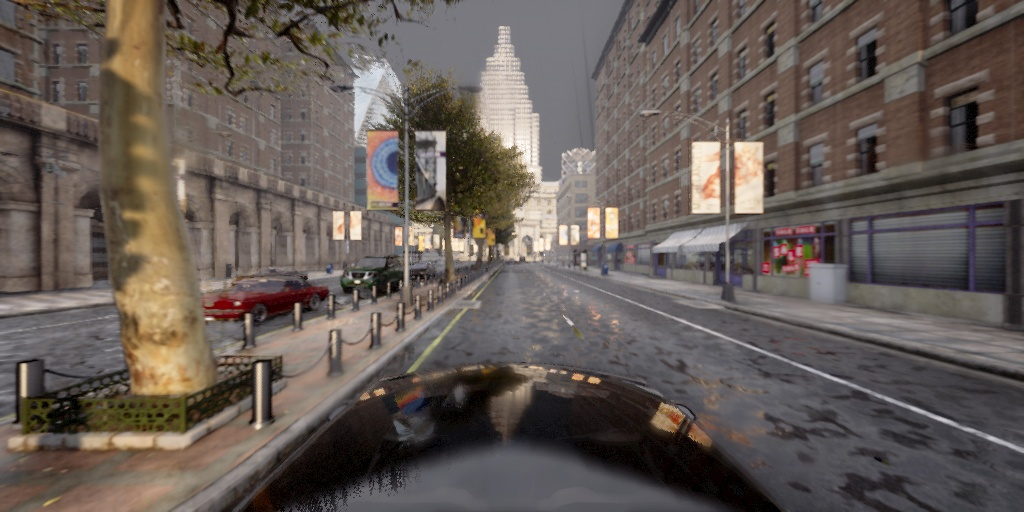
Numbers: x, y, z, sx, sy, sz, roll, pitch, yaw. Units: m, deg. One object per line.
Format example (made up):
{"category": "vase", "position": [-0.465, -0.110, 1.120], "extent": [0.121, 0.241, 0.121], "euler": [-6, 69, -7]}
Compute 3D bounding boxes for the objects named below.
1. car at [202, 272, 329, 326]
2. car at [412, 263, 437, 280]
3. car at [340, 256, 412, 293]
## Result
{"category": "car", "position": [-8.086, 1.360, 11.768], "extent": [1.895, 1.301, 4.718], "euler": [0, 0, 0]}
{"category": "car", "position": [-8.006, 1.325, 32.015], "extent": [2.033, 1.411, 5.357], "euler": [0, 0, 0]}
{"category": "car", "position": [-8.025, 0.990, 21.408], "extent": [2.150, 2.045, 5.566], "euler": [0, 0, 0]}
